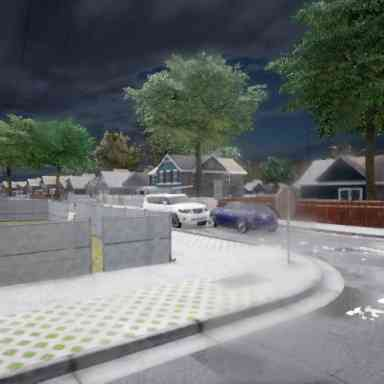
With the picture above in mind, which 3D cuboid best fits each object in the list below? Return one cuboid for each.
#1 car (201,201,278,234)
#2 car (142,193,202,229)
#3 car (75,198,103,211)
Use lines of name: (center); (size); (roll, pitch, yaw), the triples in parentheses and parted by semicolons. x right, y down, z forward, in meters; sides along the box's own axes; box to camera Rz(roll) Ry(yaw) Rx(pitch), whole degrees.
car: (2.756, 1.294, 19.116); (2.097, 1.767, 4.553); (1, 1, -28)
car: (-1.233, 1.118, 21.520); (2.150, 2.045, 5.566); (-3, 1, -37)
car: (-11.135, 1.339, 35.792); (1.882, 1.535, 5.008); (0, 0, -35)
